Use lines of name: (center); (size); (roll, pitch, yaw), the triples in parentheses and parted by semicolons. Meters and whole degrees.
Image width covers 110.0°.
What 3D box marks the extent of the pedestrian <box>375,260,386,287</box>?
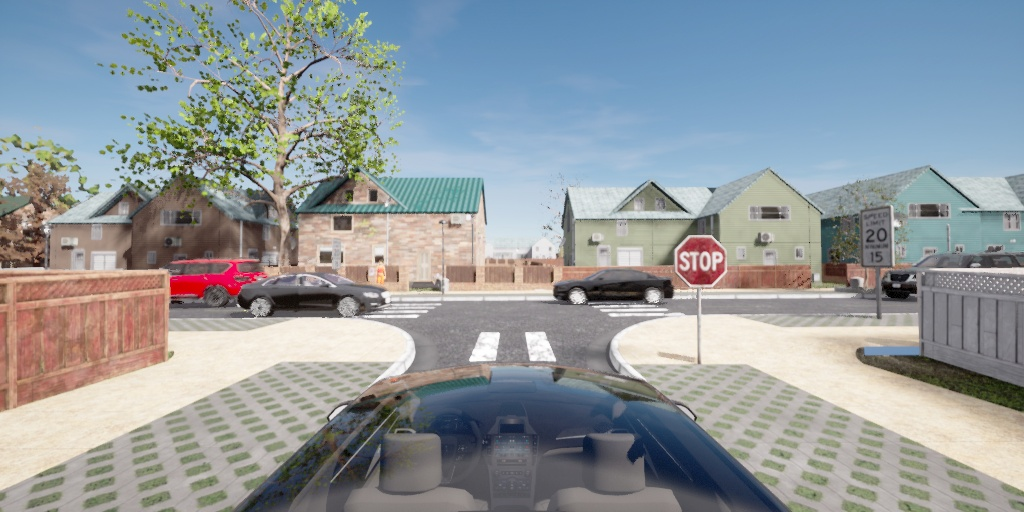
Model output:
pedestrian: (-6.756, 1.106, 18.412); (0.375, 1.860, 0.375); (0, -1, 1)

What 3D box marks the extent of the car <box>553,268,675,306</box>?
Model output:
car: (4.272, 1.267, 15.377); (5.008, 1.535, 1.882); (0, -1, 1)

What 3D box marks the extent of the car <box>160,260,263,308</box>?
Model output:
car: (-13.858, 1.193, 15.816); (5.566, 2.045, 2.150); (-1, -1, -3)

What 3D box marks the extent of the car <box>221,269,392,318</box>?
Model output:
car: (-6.780, 1.311, 12.546); (4.902, 1.511, 2.128); (-1, -1, 1)

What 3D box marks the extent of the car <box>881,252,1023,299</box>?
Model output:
car: (19.119, 0.885, 15.231); (5.566, 2.045, 2.150); (0, -1, 1)
